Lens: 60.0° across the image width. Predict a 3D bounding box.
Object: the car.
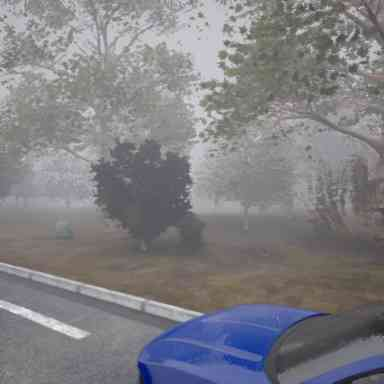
[{"bbox_3d":[1.789,1.477,2.102,5.008,1.535,1.882,0,0,35],"label":"car"}]
